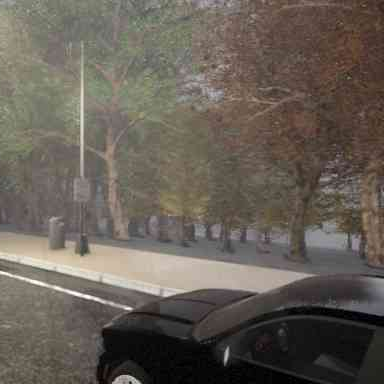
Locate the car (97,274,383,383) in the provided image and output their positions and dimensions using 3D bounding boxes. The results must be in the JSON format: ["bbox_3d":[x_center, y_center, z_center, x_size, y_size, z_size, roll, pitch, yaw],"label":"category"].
[{"bbox_3d":[1.310,1.478,2.751,5.008,1.535,1.882,0,0,35],"label":"car"}]
